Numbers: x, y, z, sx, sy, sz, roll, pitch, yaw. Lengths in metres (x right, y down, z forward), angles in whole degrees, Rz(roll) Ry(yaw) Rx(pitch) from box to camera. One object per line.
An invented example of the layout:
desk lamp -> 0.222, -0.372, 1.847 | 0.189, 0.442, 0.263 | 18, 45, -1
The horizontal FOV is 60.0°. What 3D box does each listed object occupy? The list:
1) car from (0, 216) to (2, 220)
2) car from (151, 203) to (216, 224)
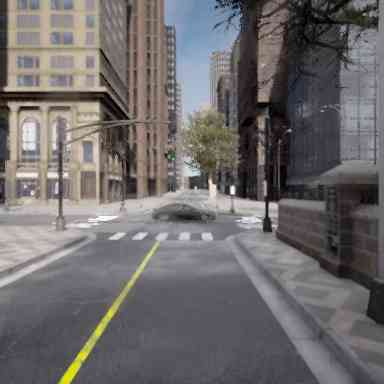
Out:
car -> -14.934, 1.389, 21.430 | 4.829, 1.417, 1.752 | 1, -1, 0
car -> -0.612, 1.549, 24.106 | 4.674, 1.442, 1.812 | 0, 0, 0
